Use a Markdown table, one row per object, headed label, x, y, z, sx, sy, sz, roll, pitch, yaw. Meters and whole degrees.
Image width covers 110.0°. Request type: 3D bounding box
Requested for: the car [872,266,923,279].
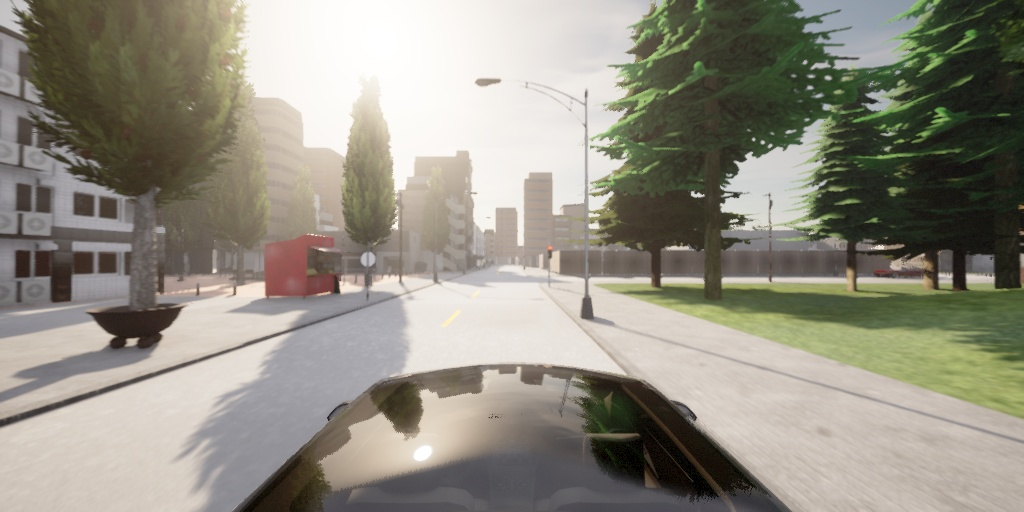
| label | x | y | z | sx | sy | sz | roll | pitch | yaw |
| --- | --- | --- | --- | --- | --- | --- | --- | --- | --- |
| car | 42.269 | 1.779 | 38.961 | 4.718 | 1.301 | 1.895 | 0 | -1 | 0 |
